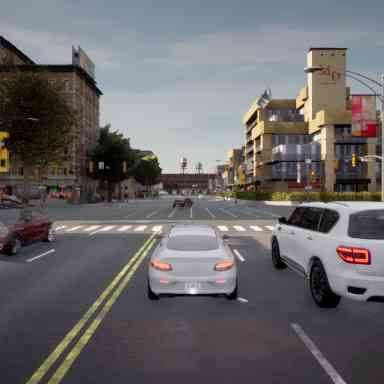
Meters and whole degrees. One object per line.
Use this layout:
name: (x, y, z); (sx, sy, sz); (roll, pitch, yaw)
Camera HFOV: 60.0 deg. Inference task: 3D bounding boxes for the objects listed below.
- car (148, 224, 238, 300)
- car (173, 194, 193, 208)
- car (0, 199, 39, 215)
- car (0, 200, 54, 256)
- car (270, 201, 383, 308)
car: (0.012, 1.526, 8.284); (1.812, 1.442, 4.674); (0, 0, 0)
car: (-1.271, 1.505, 47.769); (1.837, 1.490, 4.892); (1, 0, 16)
car: (-18.693, 1.477, 34.136); (5.008, 1.535, 1.882); (0, 0, 0)
car: (-7.200, 1.352, 12.999); (2.097, 1.767, 4.553); (0, 0, -1)
car: (3.511, 1.221, 8.053); (2.150, 2.045, 5.566); (0, 0, 0)
